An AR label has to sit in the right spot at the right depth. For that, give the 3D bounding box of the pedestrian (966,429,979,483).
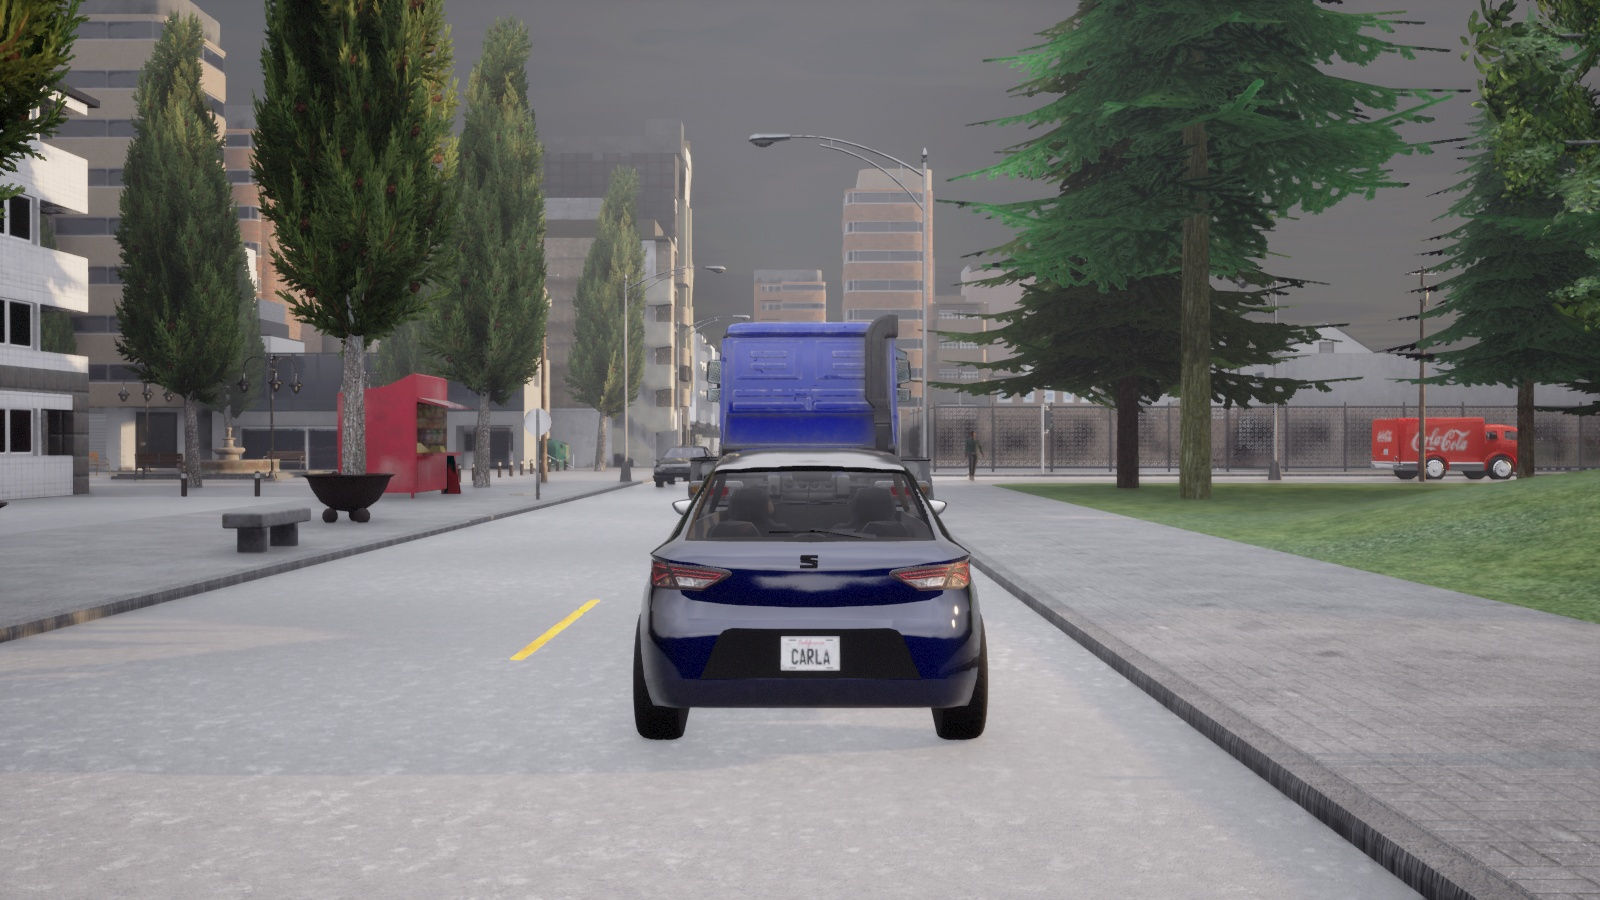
[{"bbox_3d":[6.252,0.204,45.517,0.423,1.949,0.788,0,0,6],"label":"pedestrian"}]

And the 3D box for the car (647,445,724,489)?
[{"bbox_3d":[-3.851,0.547,43.157,2.033,1.411,5.357,0,0,1],"label":"car"}]

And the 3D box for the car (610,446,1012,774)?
[{"bbox_3d":[0.061,0.716,7.772,1.816,1.474,4.193,0,0,0],"label":"car"}]

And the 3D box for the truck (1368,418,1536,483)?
[{"bbox_3d":[25.438,0.003,49.137,5.204,2.467,2.627,0,0,0],"label":"truck"}]

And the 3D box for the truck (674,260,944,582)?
[{"bbox_3d":[0.122,-0.334,17.460,2.891,3.462,7.936,0,0,0],"label":"truck"}]
